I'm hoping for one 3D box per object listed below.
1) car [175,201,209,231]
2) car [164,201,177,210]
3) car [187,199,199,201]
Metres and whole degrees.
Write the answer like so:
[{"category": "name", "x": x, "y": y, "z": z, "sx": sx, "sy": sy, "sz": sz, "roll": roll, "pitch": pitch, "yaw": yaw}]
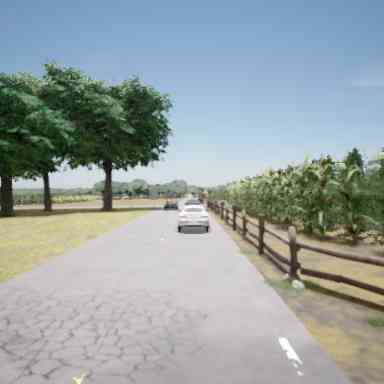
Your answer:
[{"category": "car", "x": 0.095, "y": 1.527, "z": 20.644, "sx": 1.812, "sy": 1.442, "sz": 4.674, "roll": 0, "pitch": 0, "yaw": 0}, {"category": "car", "x": -2.760, "y": 1.816, "z": 45.056, "sx": 1.895, "sy": 1.301, "sz": 4.718, "roll": 0, "pitch": -1, "yaw": 0}, {"category": "car", "x": 0.092, "y": 1.602, "z": 37.837, "sx": 1.837, "sy": 1.490, "sz": 4.892, "roll": 0, "pitch": -1, "yaw": 0}]
